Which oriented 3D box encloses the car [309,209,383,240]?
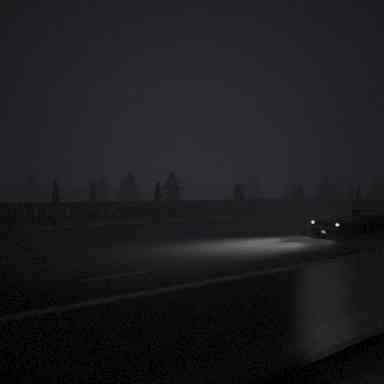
[{"bbox_3d":[8.156,1.550,16.528,4.718,1.301,1.895,0,0,-25],"label":"car"}]
